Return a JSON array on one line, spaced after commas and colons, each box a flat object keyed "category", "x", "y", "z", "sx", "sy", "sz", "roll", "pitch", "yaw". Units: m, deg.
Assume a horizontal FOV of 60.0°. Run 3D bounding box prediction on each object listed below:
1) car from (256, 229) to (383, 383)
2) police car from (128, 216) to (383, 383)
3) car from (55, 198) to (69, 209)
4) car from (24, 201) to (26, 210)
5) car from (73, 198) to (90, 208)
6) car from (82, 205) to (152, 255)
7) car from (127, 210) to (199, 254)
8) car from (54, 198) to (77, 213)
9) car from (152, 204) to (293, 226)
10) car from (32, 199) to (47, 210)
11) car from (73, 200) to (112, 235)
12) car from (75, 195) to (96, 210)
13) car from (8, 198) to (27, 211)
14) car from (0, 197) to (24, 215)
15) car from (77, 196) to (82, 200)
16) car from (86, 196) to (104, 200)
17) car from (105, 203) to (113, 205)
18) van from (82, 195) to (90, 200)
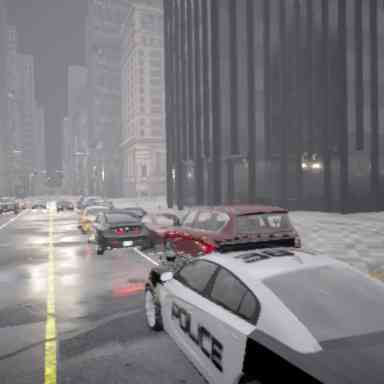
[{"category": "car", "x": 2.902, "y": 1.448, "z": 4.022, "sx": 1.752, "sy": 1.417, "sz": 4.829, "roll": -1, "pitch": 0, "yaw": -23}, {"category": "police car", "x": 0.744, "y": 1.386, "z": 4.342, "sx": 1.930, "sy": 1.638, "sz": 5.238, "roll": -1, "pitch": 0, "yaw": -23}, {"category": "car", "x": -20.035, "y": 1.653, "z": 50.978, "sx": 1.837, "sy": 1.490, "sz": 4.892, "roll": -1, "pitch": 0, "yaw": -23}, {"category": "car", "x": -22.327, "y": 1.755, "z": 41.625, "sx": 1.752, "sy": 1.417, "sz": 4.829, "roll": -1, "pitch": 0, "yaw": -23}, {"category": "car", "x": -16.737, "y": 1.641, "z": 50.271, "sx": 2.008, "sy": 1.369, "sz": 4.403, "roll": -1, "pitch": 0, "yaw": -23}, {"category": "car", "x": -3.120, "y": 1.498, "z": 13.446, "sx": 1.837, "sy": 1.490, "sz": 4.892, "roll": -1, "pitch": 0, "yaw": -23}, {"category": "car", "x": -1.410, "y": 1.540, "z": 14.179, "sx": 1.802, "sy": 1.307, "sz": 4.206, "roll": -1, "pitch": 0, "yaw": -23}, {"category": "car", "x": -15.155, "y": 1.706, "z": 39.599, "sx": 1.895, "sy": 1.301, "sz": 4.718, "roll": -1, "pitch": 0, "yaw": -22}, {"category": "car", "x": 0.774, "y": 1.255, "z": 9.021, "sx": 2.192, "sy": 1.841, "sz": 5.009, "roll": -1, "pitch": 0, "yaw": -23}, {"category": "car", "x": -22.010, "y": 1.745, "z": 47.957, "sx": 2.033, "sy": 1.411, "sz": 5.357, "roll": -1, "pitch": 0, "yaw": -23}, {"category": "car", "x": -5.558, "y": 1.470, "z": 19.136, "sx": 1.801, "sy": 1.575, "sz": 5.366, "roll": -1, "pitch": 0, "yaw": -23}, {"category": "car", "x": -14.553, "y": 1.386, "z": 45.114, "sx": 2.192, "sy": 1.841, "sz": 5.009, "roll": -1, "pitch": 0, "yaw": -23}, {"category": "car", "x": -24.585, "y": 1.690, "z": 46.938, "sx": 1.967, "sy": 1.590, "sz": 4.097, "roll": -1, "pitch": 0, "yaw": -23}, {"category": "car", "x": -20.208, "y": 1.527, "z": 36.624, "sx": 2.192, "sy": 1.841, "sz": 5.009, "roll": -1, "pitch": 0, "yaw": -23}, {"category": "car", "x": -12.360, "y": 1.492, "z": 39.958, "sx": 1.967, "sy": 1.590, "sz": 4.097, "roll": -1, "pitch": 0, "yaw": -23}, {"category": "car", "x": -7.981, "y": 1.454, "z": 29.646, "sx": 1.967, "sy": 1.590, "sz": 4.097, "roll": -1, "pitch": 0, "yaw": -23}, {"category": "car", "x": -3.600, "y": 1.543, "z": 19.335, "sx": 1.947, "sy": 1.339, "sz": 4.313, "roll": -1, "pitch": 0, "yaw": -23}, {"category": "van", "x": -10.173, "y": 1.374, "z": 34.802, "sx": 1.690, "sy": 1.788, "sz": 3.998, "roll": -1, "pitch": 0, "yaw": -23}]
